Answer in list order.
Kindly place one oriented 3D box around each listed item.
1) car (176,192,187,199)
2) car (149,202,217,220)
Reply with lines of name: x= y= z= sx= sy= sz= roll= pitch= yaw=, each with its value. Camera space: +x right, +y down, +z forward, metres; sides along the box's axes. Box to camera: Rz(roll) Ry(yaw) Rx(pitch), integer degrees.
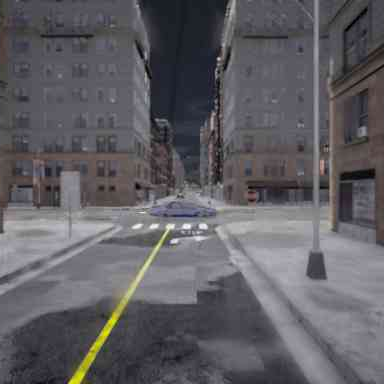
car: x=-2.901 y=0.901 z=83.822 sx=1.882 sy=1.535 sz=5.008 roll=0 pitch=0 yaw=0
car: x=-0.727 y=1.478 z=26.738 sx=5.357 sy=1.411 sz=2.033 roll=0 pitch=0 yaw=0
